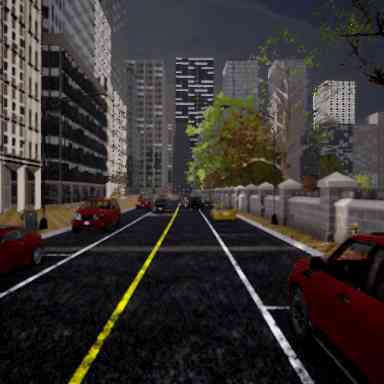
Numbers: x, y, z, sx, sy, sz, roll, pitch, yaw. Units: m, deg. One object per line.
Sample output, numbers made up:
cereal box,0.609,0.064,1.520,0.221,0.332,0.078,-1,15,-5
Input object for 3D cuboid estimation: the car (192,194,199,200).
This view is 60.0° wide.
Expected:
car,0.910,1.395,92.218,1.967,1.590,4.097,0,0,-1

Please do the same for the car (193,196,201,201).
car,1.169,1.548,81.122,1.802,1.307,4.206,0,0,-1

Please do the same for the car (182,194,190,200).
car,-1.487,1.363,85.114,2.033,1.411,5.357,0,0,-1

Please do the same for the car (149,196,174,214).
car,-3.208,1.501,35.704,1.837,1.490,4.892,0,0,-1

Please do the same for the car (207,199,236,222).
car,2.374,1.524,25.813,1.752,1.417,4.829,0,0,-1

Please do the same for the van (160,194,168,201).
van,-6.856,1.308,81.026,1.690,1.788,3.998,0,0,-1

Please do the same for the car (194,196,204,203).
car,1.427,1.541,70.025,1.947,1.339,4.313,0,0,-1

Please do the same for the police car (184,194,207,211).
police car,0.376,1.418,40.275,1.930,1.638,5.238,0,0,-1

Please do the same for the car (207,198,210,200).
car,1.944,1.540,47.832,2.008,1.369,4.403,0,0,-1

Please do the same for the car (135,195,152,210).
car,-5.956,1.308,42.247,2.192,1.841,5.009,0,0,-1

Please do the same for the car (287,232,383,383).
car,2.560,1.315,3.453,2.192,1.841,5.009,0,0,0

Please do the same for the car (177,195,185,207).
car,-0.447,1.493,49.884,1.837,1.490,4.892,0,0,-16

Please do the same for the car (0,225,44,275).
car,-5.488,1.584,8.959,1.802,1.307,4.206,0,0,0

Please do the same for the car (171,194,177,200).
car,-4.068,1.259,77.696,1.882,1.535,5.008,0,0,-1

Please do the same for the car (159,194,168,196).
car,-6.728,1.287,75.486,2.192,1.841,5.009,0,0,-1

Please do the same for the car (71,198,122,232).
car,-5.579,1.316,20.054,2.192,1.841,5.009,0,0,-1

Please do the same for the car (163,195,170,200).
car,-7.110,1.482,91.935,1.752,1.417,4.829,0,0,-1

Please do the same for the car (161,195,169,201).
car,-6.985,1.544,86.566,1.802,1.307,4.206,0,0,-1

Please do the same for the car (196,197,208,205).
car,1.685,1.548,58.928,1.947,1.339,4.313,0,0,-1

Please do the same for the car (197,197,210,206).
car,1.814,1.567,53.380,1.802,1.307,4.206,0,0,-1

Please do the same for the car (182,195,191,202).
car,-1.223,1.395,73.692,1.812,1.442,4.674,0,0,-1
